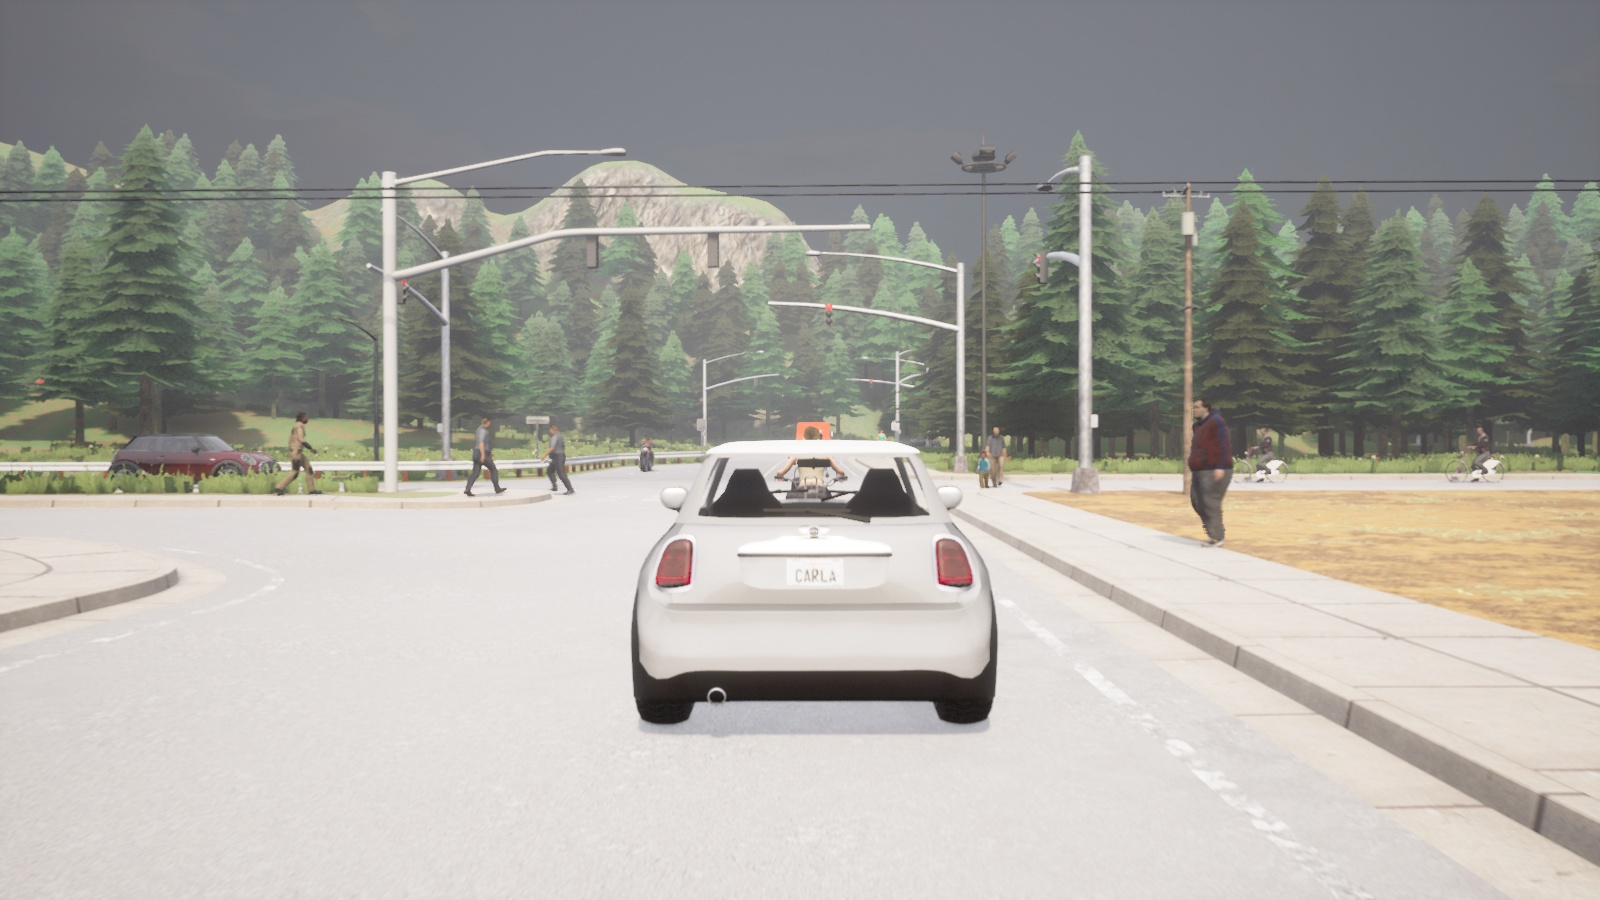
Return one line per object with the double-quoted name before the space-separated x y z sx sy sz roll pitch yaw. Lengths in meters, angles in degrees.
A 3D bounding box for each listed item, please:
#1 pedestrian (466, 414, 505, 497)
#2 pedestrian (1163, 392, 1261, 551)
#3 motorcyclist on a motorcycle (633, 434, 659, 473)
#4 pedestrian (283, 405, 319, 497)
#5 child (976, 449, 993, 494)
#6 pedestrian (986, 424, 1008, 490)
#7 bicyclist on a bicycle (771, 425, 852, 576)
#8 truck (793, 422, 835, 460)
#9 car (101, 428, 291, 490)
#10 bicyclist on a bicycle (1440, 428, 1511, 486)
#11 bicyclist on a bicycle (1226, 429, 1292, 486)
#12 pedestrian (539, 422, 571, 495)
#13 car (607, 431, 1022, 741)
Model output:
"pedestrian" -7.120 0.110 28.404 0.694 1.848 0.540 0 1 -35
"pedestrian" 4.910 0.249 14.991 0.899 1.844 0.634 0 1 -13
"motorcyclist on a motorcycle" -6.577 0.137 53.777 0.766 1.649 2.350 0 1 1
"pedestrian" -10.526 0.016 26.472 0.692 1.930 0.396 0 1 -23
"child" 4.944 0.574 33.703 0.343 1.192 0.448 0 1 24
"pedestrian" 5.613 0.189 35.738 0.540 1.848 0.694 0 1 2
"bicyclist on a bicycle" 0.126 0.535 14.175 0.866 1.612 1.509 0 1 0
"truck" 0.974 -0.624 84.073 2.627 2.467 5.204 0 1 2
"car" -17.657 0.257 36.851 4.553 1.767 2.097 0 1 1
"bicyclist on a bicycle" 21.152 0.217 39.347 1.843 1.776 0.659 0 1 1
"bicyclist on a bicycle" 14.430 0.219 39.521 1.843 1.776 0.659 0 1 1
"pedestrian" -6.234 0.208 31.974 0.694 1.848 0.540 0 1 1
"car" 0.073 0.630 7.884 1.970 1.475 3.806 0 1 0
